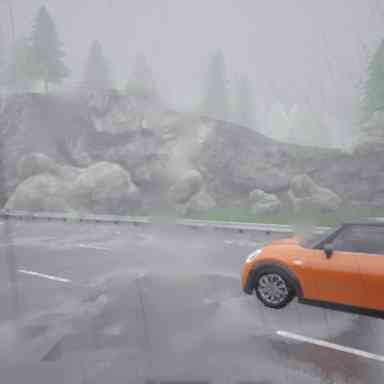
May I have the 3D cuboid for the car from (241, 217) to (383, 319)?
[{"bbox_3d":[3.185,1.237,6.088,4.553,1.767,2.097,0,1,35],"label":"car"}]
